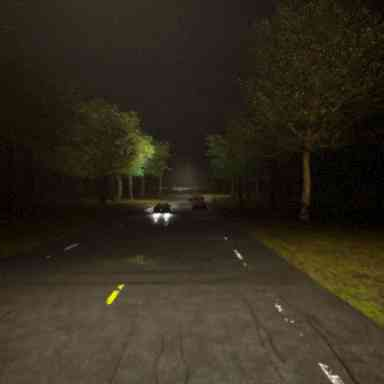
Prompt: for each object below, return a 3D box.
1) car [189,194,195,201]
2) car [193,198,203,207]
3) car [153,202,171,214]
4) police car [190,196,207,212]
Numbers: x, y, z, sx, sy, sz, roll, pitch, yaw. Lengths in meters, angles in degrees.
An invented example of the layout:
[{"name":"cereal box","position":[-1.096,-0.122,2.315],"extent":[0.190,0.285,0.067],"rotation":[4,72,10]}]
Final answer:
[{"name":"car","position":[1.035,1.596,55.745],"extent":[2.150,2.045,5.566],"rotation":[0,0,0]},{"name":"car","position":[1.033,1.859,61.718],"extent":[1.837,1.490,4.892],"rotation":[0,0,0]},{"name":"car","position":[-3.591,1.915,40.526],"extent":[1.994,1.385,4.181],"rotation":[0,0,0]},{"name":"police car","position":[1.038,1.795,45.828],"extent":[1.930,1.638,5.238],"rotation":[0,0,0]}]
